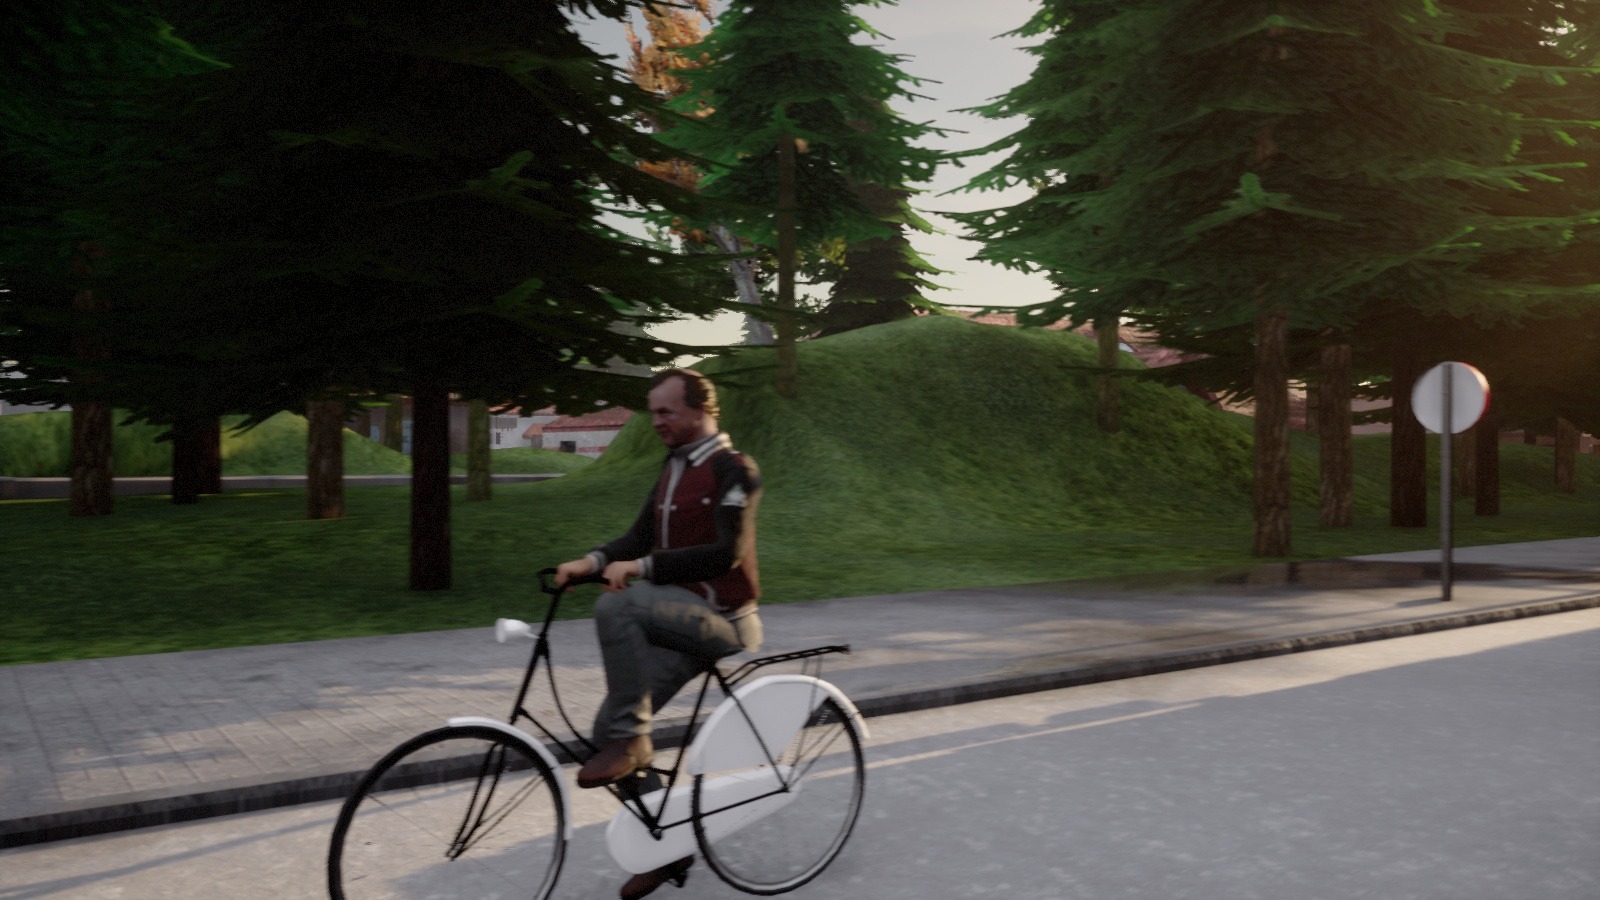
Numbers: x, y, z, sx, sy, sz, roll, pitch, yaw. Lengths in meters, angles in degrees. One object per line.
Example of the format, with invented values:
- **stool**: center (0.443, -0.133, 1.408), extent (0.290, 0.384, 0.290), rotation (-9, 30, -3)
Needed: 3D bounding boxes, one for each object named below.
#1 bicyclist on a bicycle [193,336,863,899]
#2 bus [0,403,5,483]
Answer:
- **bicyclist on a bicycle**: center (-0.744, 0.625, 3.751), extent (1.843, 1.776, 0.659), rotation (0, 0, -35)
- **bus**: center (-48.082, -0.366, 66.031), extent (10.273, 4.253, 3.944), rotation (0, 0, -37)
